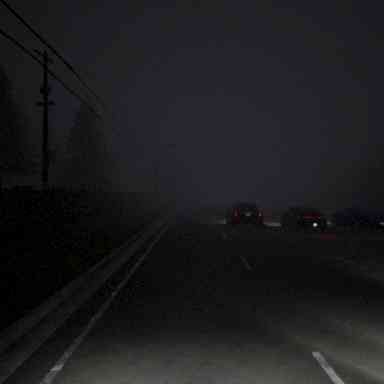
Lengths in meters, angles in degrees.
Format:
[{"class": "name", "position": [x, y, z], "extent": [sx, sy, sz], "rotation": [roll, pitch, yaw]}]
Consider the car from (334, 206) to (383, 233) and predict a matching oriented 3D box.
[{"class": "car", "position": [10.603, 1.624, 21.020], "extent": [1.882, 1.535, 5.008], "rotation": [0, 0, 0]}]

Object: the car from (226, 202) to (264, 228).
[{"class": "car", "position": [3.606, 1.516, 23.513], "extent": [2.097, 1.767, 4.553], "rotation": [0, 0, 0]}]

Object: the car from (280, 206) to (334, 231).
[{"class": "car", "position": [7.104, 1.655, 21.600], "extent": [1.837, 1.490, 4.892], "rotation": [0, 0, 0]}]
